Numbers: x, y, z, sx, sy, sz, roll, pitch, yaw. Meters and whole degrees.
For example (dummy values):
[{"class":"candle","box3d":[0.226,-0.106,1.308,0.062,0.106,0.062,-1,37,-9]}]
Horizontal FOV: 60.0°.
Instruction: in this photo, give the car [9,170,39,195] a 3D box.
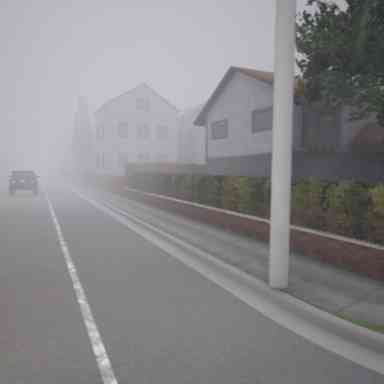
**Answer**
[{"class":"car","box3d":[-14.908,-0.904,29.555,2.150,2.045,5.566,-1,4,-25]}]
